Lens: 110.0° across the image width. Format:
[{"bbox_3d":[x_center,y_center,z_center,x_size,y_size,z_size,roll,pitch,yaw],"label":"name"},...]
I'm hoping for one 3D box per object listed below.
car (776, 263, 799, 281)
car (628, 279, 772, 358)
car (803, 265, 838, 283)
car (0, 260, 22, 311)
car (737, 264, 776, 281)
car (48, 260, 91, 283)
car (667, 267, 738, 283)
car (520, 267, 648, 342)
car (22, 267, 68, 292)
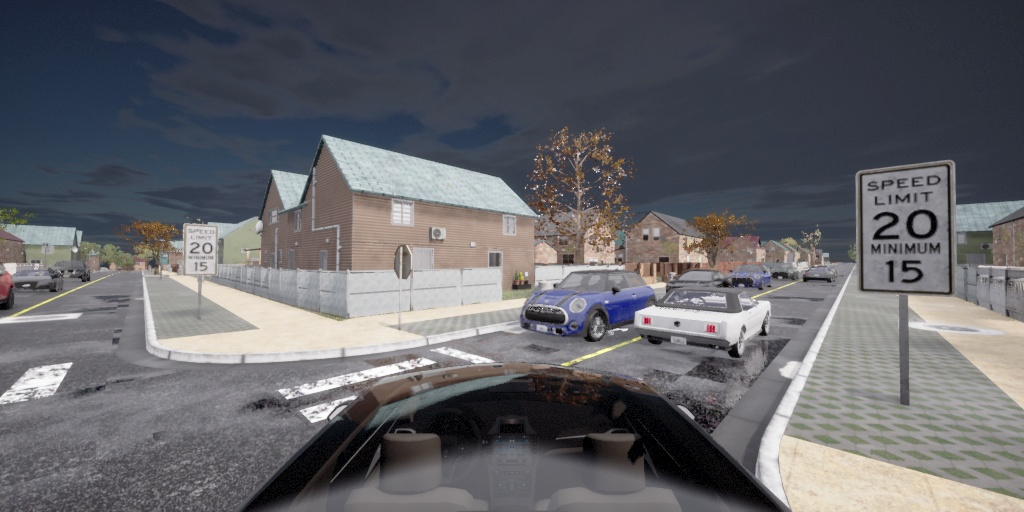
[{"bbox_3d":[27.154,1.477,35.837,2.097,1.767,4.553,-1,-1,44],"label":"car"},{"bbox_3d":[4.868,1.414,8.748,1.895,1.301,4.718,-1,-1,44],"label":"car"},{"bbox_3d":[27.697,1.652,32.354,4.181,1.385,1.994,1,-1,-45],"label":"car"},{"bbox_3d":[-19.227,1.064,12.220,5.566,2.045,2.150,-1,-2,43],"label":"car"},{"bbox_3d":[16.401,1.352,24.808,2.097,1.767,4.553,-1,-1,44],"label":"car"},{"bbox_3d":[-40.404,1.384,32.846,5.566,2.045,2.150,-1,-2,44],"label":"car"},{"bbox_3d":[9.006,1.388,17.149,1.882,1.535,5.008,-1,-1,44],"label":"car"},{"bbox_3d":[2.319,1.182,10.283,4.553,1.767,2.097,1,-1,-45],"label":"car"},{"bbox_3d":[-29.373,1.544,22.046,4.181,1.385,1.994,-1,-2,45],"label":"car"}]
